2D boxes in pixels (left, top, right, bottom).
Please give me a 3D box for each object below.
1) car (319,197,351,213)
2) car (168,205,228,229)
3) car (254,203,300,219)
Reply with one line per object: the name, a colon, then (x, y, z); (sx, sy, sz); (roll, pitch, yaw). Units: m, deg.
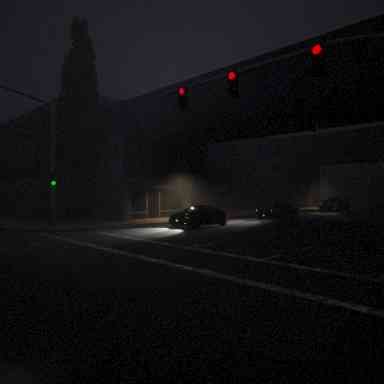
car: (16.119, 1.352, 37.570); (2.097, 1.767, 4.553); (0, 0, 45)
car: (0.469, 1.564, 21.743); (1.994, 1.385, 4.181); (0, 0, 45)
car: (7.406, 1.601, 28.765); (1.895, 1.301, 4.718); (0, 0, 45)
